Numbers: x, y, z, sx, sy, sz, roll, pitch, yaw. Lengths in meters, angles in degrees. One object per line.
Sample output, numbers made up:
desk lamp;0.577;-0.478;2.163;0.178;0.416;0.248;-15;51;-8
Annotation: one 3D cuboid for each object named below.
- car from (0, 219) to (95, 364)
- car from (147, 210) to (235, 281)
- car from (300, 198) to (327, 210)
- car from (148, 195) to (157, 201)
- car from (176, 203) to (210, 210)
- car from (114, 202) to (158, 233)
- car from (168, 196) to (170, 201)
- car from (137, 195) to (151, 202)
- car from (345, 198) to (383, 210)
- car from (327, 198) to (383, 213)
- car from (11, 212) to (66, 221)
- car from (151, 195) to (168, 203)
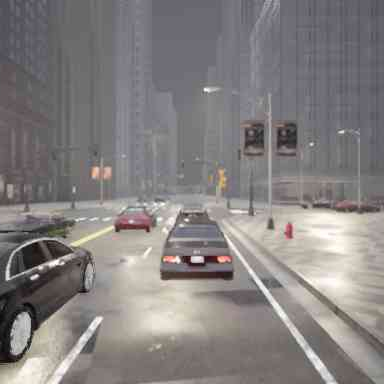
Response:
car;-3.146;1.469;5.757;1.837;1.490;4.892;0;0;0
car;0.114;1.495;9.725;2.033;1.411;5.357;0;0;0
car;15.214;1.412;39.707;4.313;1.339;1.947;0;0;-1
car;-9.691;1.444;81.839;1.837;1.490;4.892;0;0;0
car;0.061;1.420;19.463;1.837;1.490;4.892;0;0;1
car;-3.136;1.480;19.211;1.994;1.385;4.181;0;0;0
car;-6.441;1.497;81.898;1.994;1.385;4.181;0;0;0
car;-9.713;1.419;66.339;1.837;1.490;4.892;0;0;0
car;20.854;1.392;39.791;4.313;1.339;1.947;0;0;-1
car;15.338;1.380;31.183;4.206;1.307;1.802;0;0;-1
car;-6.573;1.531;13.935;1.895;1.301;4.718;0;0;0
car;-6.459;1.518;66.375;1.895;1.301;4.718;0;0;0
